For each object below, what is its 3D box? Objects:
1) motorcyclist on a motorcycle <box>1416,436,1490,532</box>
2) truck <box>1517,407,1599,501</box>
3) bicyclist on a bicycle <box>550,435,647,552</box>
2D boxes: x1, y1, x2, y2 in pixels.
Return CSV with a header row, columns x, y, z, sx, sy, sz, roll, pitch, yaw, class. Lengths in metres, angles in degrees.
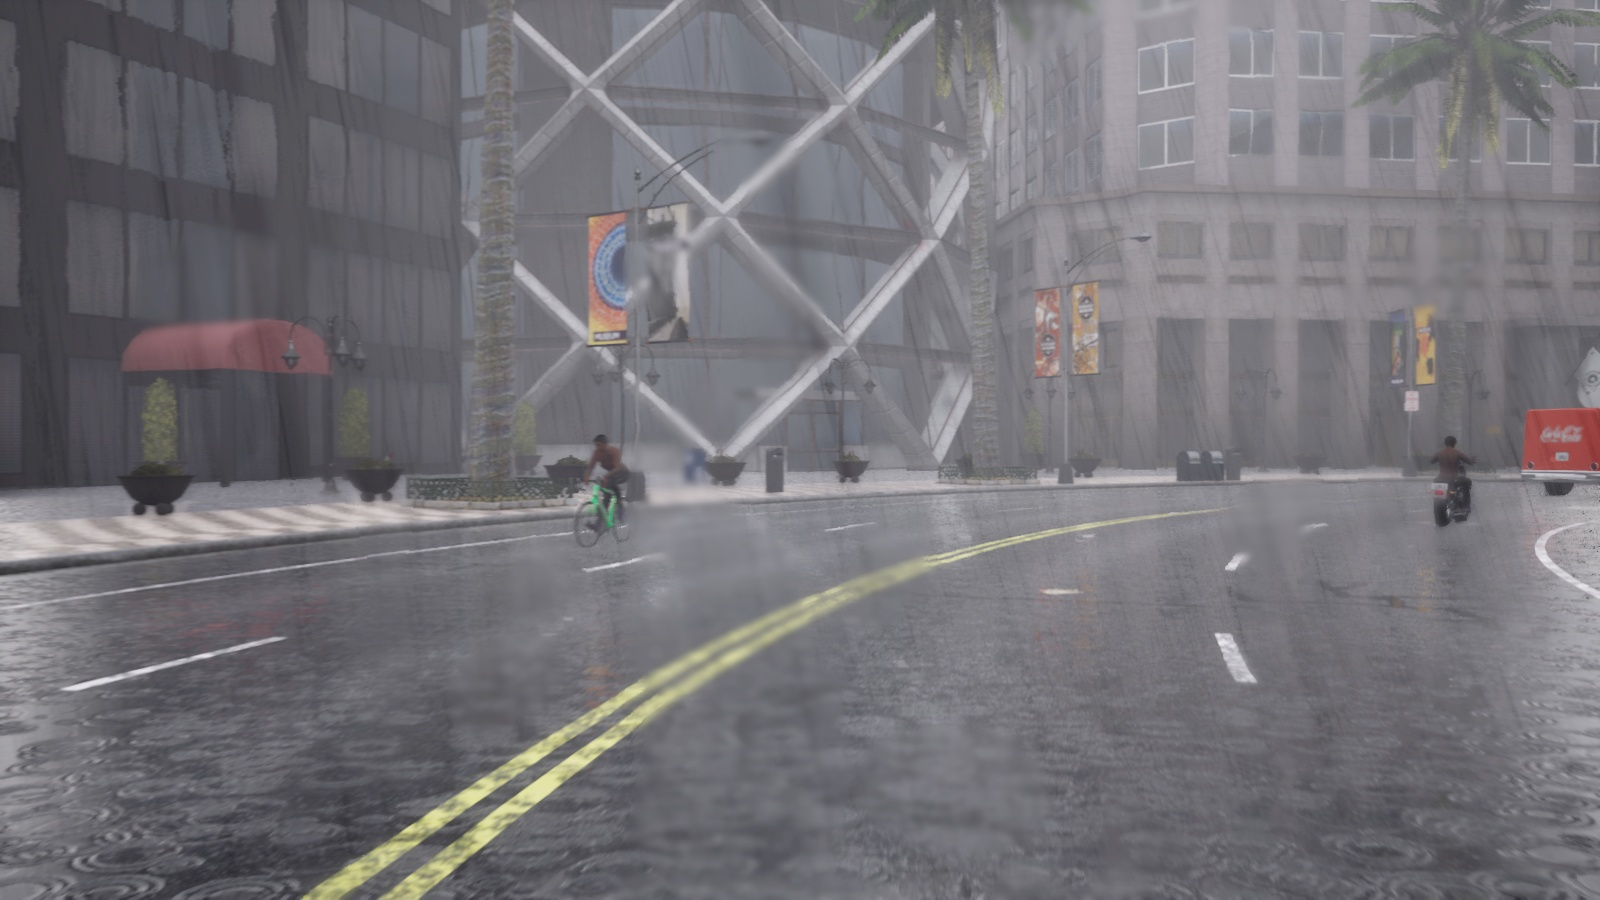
x,y,z,sx,sy,sz,roll,pitch,yaw,class
11.896,0.590,22.832,0.766,1.649,2.350,1,1,38,motorcyclist on a motorcycle
23.062,0.103,35.100,5.204,2.467,2.627,0,0,-23,truck
-2.897,0.591,18.208,0.582,1.620,1.656,1,1,23,bicyclist on a bicycle
